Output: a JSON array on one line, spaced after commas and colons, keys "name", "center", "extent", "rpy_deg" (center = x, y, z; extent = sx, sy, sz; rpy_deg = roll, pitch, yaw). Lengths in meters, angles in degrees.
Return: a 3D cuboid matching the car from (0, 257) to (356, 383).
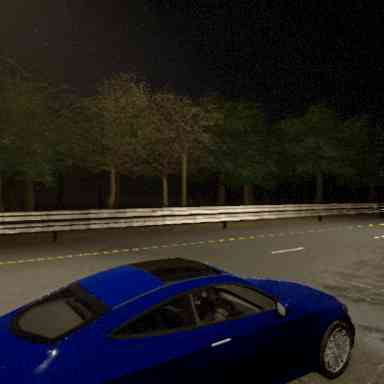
[{"name": "car", "center": [-0.020, 1.528, 3.851], "extent": [4.674, 1.442, 1.812], "rpy_deg": [0, 0, -36]}]
